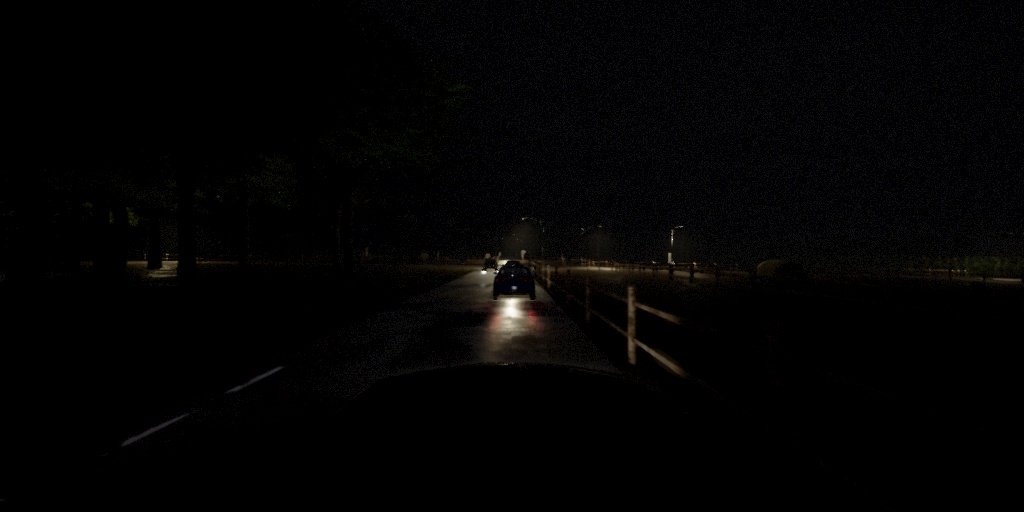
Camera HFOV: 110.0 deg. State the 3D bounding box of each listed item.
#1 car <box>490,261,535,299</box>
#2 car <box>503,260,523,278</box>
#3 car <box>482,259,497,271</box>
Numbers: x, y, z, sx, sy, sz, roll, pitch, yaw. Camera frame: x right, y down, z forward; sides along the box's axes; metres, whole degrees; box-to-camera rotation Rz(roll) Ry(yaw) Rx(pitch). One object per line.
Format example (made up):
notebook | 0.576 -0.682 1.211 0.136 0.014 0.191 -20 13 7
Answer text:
car | 0.099 1.201 17.764 1.882 1.535 5.008 0 0 0
car | 0.101 1.184 34.525 1.837 1.490 4.892 0 0 0
car | -2.756 1.145 47.055 1.837 1.490 4.892 0 0 0
